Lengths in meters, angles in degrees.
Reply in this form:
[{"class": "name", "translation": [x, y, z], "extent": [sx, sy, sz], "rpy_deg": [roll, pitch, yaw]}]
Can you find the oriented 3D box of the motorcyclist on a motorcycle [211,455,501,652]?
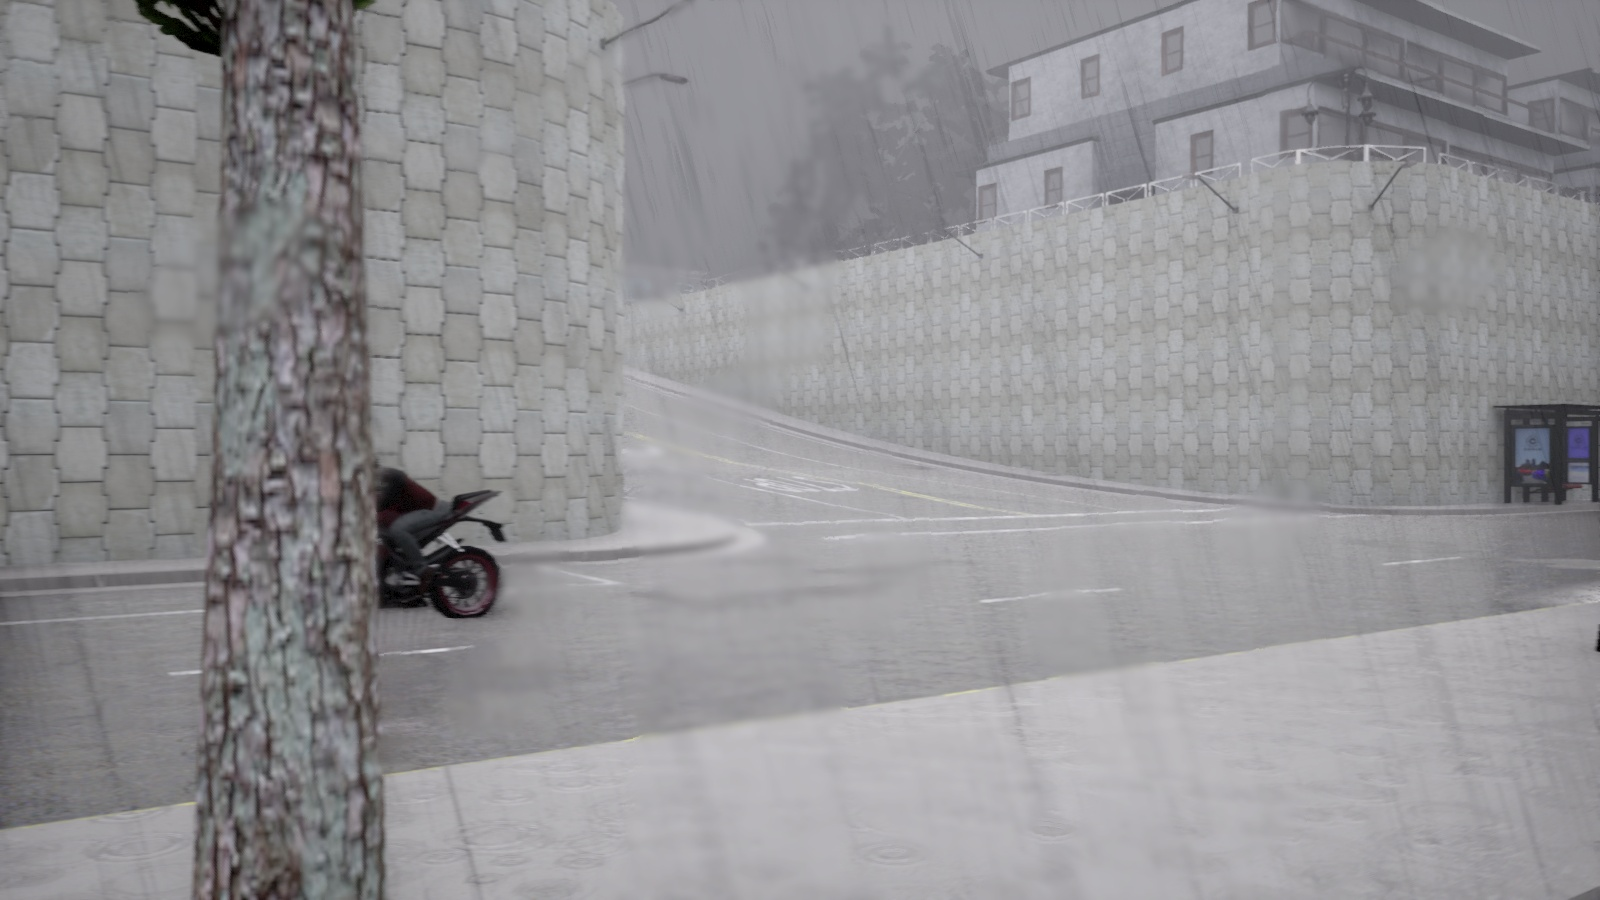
[{"class": "motorcyclist on a motorcycle", "translation": [-3.777, 0.814, 10.777], "extent": [2.191, 1.530, 0.866], "rpy_deg": [0, 0, -35]}]
